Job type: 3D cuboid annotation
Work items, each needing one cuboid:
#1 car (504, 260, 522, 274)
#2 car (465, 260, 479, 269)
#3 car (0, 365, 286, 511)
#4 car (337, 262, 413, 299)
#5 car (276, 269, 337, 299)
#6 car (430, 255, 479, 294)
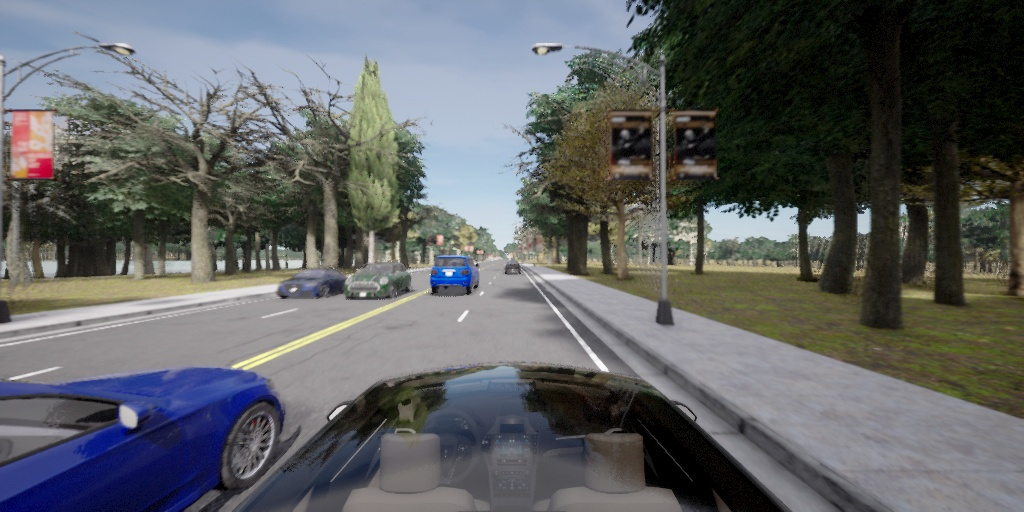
[{"bbox_3d":[0.088,1.333,43.236,1.837,1.490,4.892,0,0,0],"label":"car"},{"bbox_3d":[-6.590,1.422,59.547,1.812,1.442,4.674,0,0,0],"label":"car"},{"bbox_3d":[-3.153,1.276,1.605,1.812,1.442,4.674,0,0,0],"label":"car"},{"bbox_3d":[-6.603,1.119,18.143,2.097,1.767,4.553,0,0,0],"label":"car"},{"bbox_3d":[-9.853,1.331,18.161,1.994,1.385,4.181,0,0,0],"label":"car"},{"bbox_3d":[-3.157,0.993,20.599,2.150,2.045,5.566,0,0,0],"label":"car"}]
